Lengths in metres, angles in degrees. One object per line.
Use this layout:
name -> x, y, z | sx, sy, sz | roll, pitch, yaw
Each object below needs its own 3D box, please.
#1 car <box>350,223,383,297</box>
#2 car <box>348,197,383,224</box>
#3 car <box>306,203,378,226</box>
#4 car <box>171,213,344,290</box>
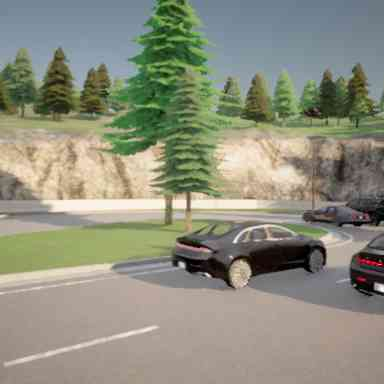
car -> 5.565, 1.580, 7.597 | 4.892, 1.490, 1.837 | 1, 0, -34
car -> 13.396, 1.435, 25.661 | 2.150, 2.045, 5.566 | 2, -1, -21
car -> 10.267, 1.727, 24.130 | 2.033, 1.411, 5.357 | 1, 0, -18
car -> 1.766, 1.541, 9.256 | 4.902, 1.511, 2.128 | 0, 0, -34
